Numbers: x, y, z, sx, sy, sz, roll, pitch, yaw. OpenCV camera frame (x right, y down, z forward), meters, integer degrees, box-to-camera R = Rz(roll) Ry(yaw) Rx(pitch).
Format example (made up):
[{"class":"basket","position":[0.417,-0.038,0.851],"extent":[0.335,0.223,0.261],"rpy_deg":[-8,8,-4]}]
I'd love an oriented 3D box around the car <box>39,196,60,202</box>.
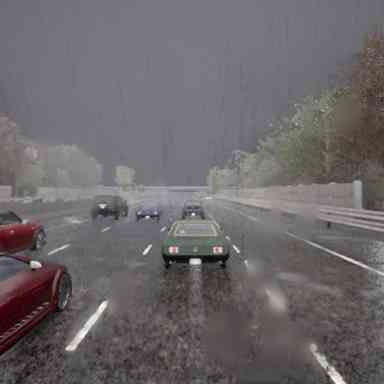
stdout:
[{"class":"car","position":[-24.505,1.451,58.784],"extent":[2.097,1.767,4.553],"rpy_deg":[0,0,0]}]

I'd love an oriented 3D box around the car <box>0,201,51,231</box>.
[{"class":"car","position":[-6.899,1.365,11.426],"extent":[2.097,1.767,4.553],"rpy_deg":[0,0,0]}]

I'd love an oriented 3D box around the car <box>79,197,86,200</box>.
[{"class":"car","position":[-17.524,1.591,58.665],"extent":[2.128,1.511,4.902],"rpy_deg":[0,0,1]}]

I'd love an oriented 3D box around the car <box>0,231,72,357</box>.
[{"class":"car","position":[-3.398,1.569,5.026],"extent":[1.994,1.385,4.181],"rpy_deg":[0,0,0]}]

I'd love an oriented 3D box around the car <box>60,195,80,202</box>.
[{"class":"car","position":[-21.009,1.451,59.008],"extent":[2.097,1.767,4.553],"rpy_deg":[0,0,1]}]

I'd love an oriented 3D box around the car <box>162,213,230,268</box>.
[{"class":"car","position":[0.103,1.614,11.298],"extent":[1.895,1.301,4.718],"rpy_deg":[0,0,0]}]

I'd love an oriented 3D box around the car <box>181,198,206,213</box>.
[{"class":"car","position":[0.107,1.547,29.125],"extent":[1.837,1.490,4.892],"rpy_deg":[0,0,0]}]

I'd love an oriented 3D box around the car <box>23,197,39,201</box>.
[{"class":"car","position":[-28.003,1.594,58.670],"extent":[2.128,1.511,4.902],"rpy_deg":[0,0,1]}]

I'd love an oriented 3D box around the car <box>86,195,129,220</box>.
[{"class":"car","position":[-6.892,1.262,28.307],"extent":[2.150,2.045,5.566],"rpy_deg":[0,0,0]}]

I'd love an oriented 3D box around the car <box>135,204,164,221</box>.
[{"class":"car","position":[-3.392,1.640,27.620],"extent":[1.895,1.301,4.718],"rpy_deg":[0,0,0]}]

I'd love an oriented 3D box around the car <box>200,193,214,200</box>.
[{"class":"car","position":[3.518,1.166,71.136],"extent":[2.150,2.045,5.566],"rpy_deg":[0,0,0]}]
